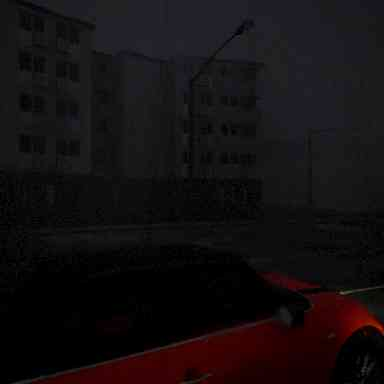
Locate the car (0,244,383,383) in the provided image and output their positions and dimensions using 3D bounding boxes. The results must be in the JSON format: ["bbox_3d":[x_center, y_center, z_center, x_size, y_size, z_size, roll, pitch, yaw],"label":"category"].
[{"bbox_3d":[-0.044,1.352,3.409,4.553,1.767,2.097,0,0,-32],"label":"car"}]
